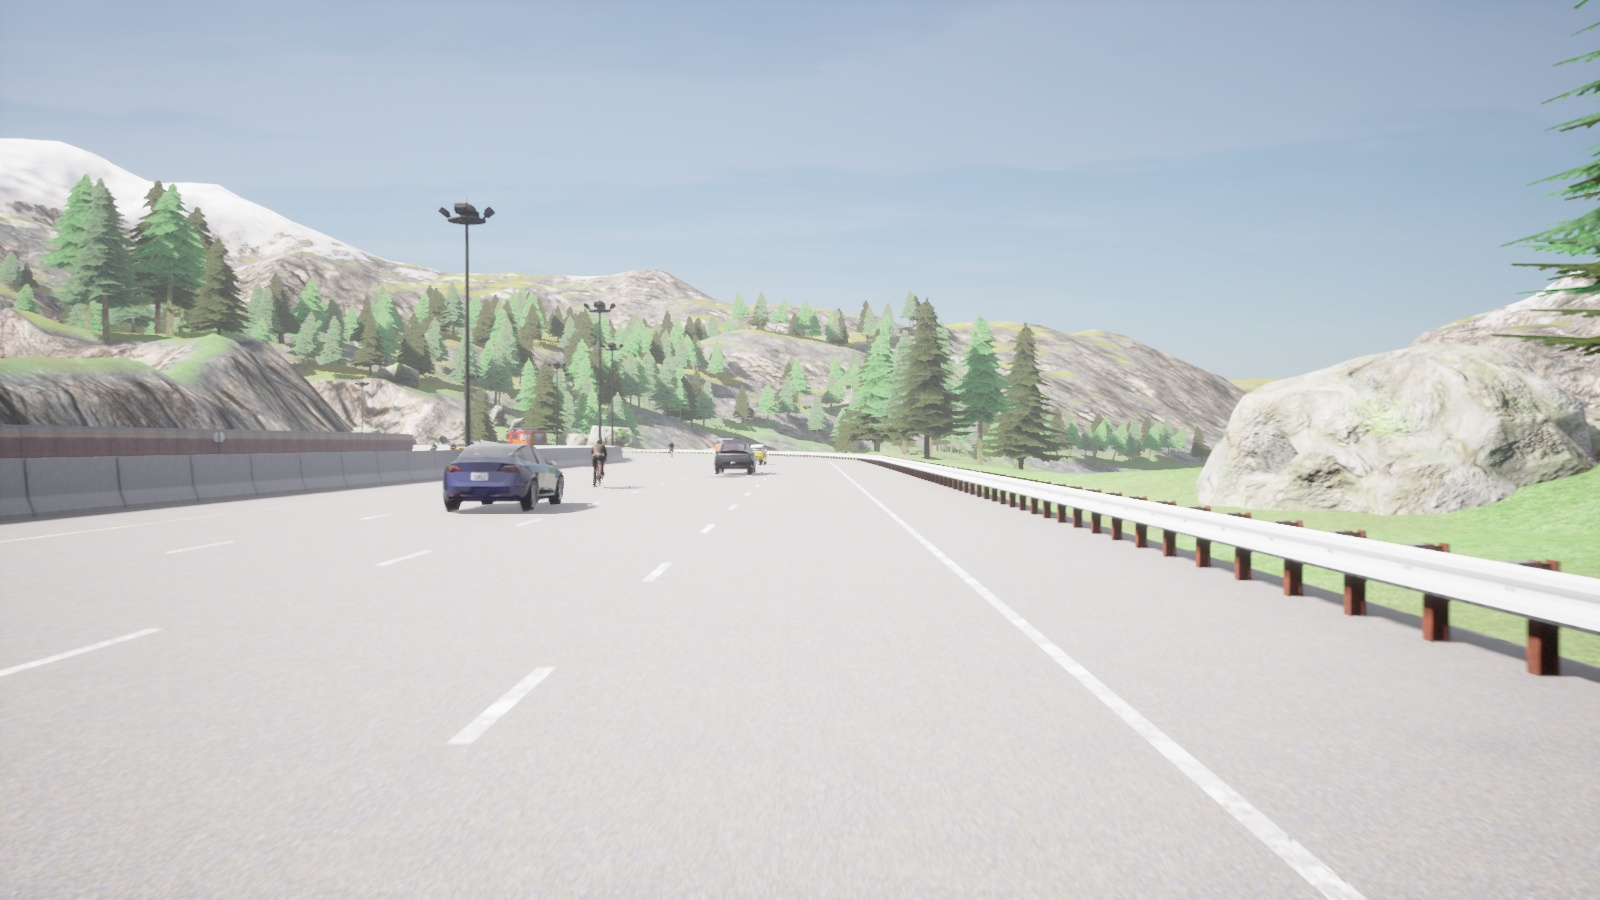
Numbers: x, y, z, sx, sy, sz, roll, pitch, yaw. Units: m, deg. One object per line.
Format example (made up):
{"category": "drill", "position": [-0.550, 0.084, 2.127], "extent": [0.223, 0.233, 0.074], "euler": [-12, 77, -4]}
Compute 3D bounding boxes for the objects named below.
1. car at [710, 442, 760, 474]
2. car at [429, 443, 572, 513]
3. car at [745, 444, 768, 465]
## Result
{"category": "car", "position": [-3.130, 0.353, 61.503], "extent": [2.128, 1.511, 4.902], "euler": [0, 0, 0]}
{"category": "car", "position": [-6.817, 0.576, 29.143], "extent": [2.163, 1.488, 4.792], "euler": [0, 0, 0]}
{"category": "car", "position": [-2.987, 0.313, 86.251], "extent": [1.481, 1.376, 2.207], "euler": [0, 1, 0]}
